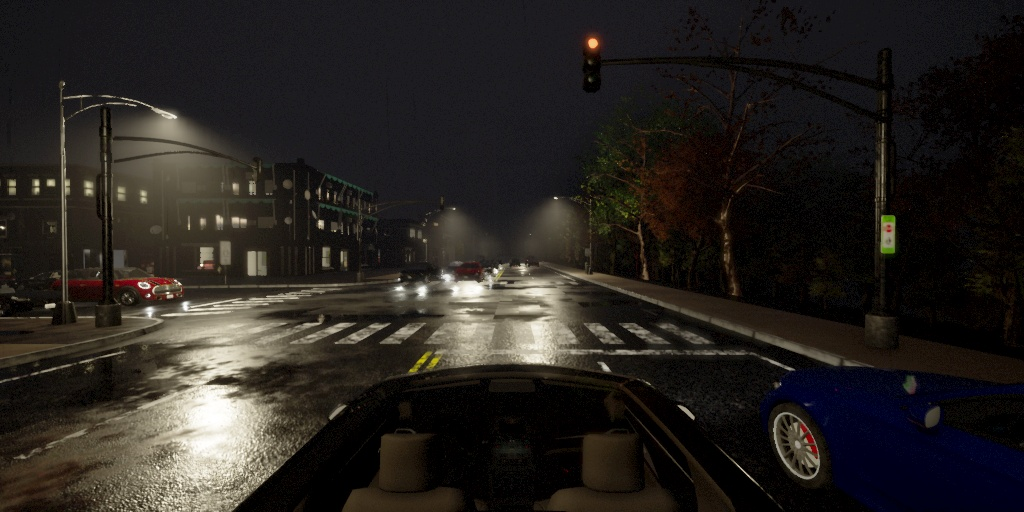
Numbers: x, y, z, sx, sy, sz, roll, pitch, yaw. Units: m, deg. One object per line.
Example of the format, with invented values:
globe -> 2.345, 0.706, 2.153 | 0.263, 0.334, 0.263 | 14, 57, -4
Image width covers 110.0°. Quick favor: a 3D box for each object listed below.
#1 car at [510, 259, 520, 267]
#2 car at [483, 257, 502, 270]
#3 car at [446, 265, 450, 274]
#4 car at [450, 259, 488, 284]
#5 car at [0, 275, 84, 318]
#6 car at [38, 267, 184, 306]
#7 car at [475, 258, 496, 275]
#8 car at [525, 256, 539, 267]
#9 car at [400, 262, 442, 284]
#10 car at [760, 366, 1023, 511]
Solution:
car -> 0.585, 1.231, 64.812 | 1.837, 1.490, 4.892 | 0, 0, 0
car -> -2.941, 1.237, 53.167 | 1.837, 1.490, 4.892 | 0, 0, 1
car -> -6.295, 1.338, 40.924 | 1.895, 1.301, 4.718 | 0, 0, 1
car -> -3.151, 1.220, 27.268 | 1.882, 1.535, 5.008 | 0, 0, 1
car -> -19.858, 1.565, 13.767 | 4.313, 1.339, 1.948 | 0, 0, 1
car -> -17.994, 1.302, 16.484 | 4.553, 1.767, 2.097 | -1, 1, 0
car -> -3.052, 1.263, 39.970 | 1.812, 1.442, 4.674 | 0, 0, 1
car -> 3.835, 1.204, 64.653 | 1.882, 1.535, 5.008 | 0, 0, 1
car -> -6.820, 1.221, 27.264 | 1.882, 1.535, 5.008 | 0, 0, 6
car -> 3.355, 1.276, 1.587 | 1.812, 1.442, 4.674 | 0, 0, 1
